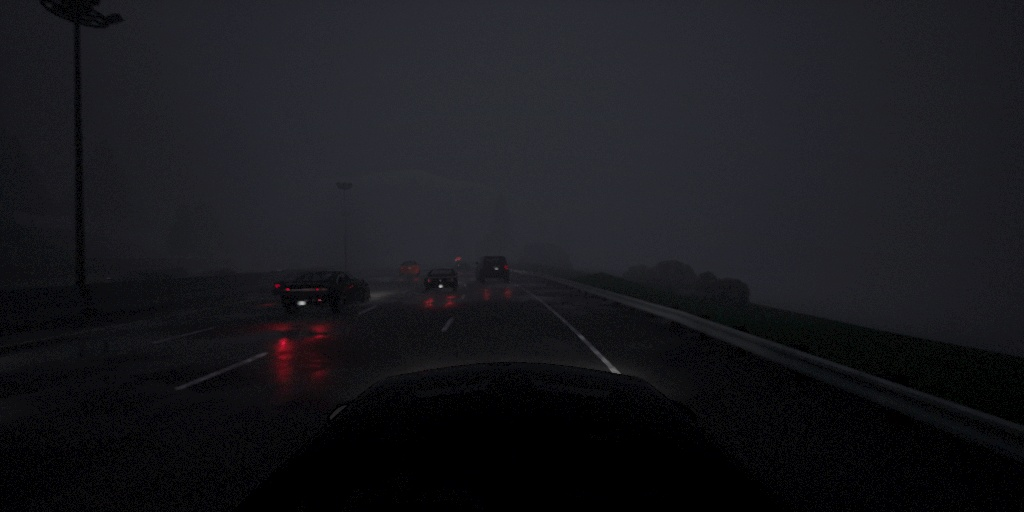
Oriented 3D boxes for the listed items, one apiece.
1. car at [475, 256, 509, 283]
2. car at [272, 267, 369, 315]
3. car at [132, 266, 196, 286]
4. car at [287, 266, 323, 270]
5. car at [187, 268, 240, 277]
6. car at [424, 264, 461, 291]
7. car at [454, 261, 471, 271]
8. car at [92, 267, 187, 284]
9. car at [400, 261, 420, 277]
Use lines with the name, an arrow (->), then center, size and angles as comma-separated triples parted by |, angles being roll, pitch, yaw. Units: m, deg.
car -> -1.633, 1.009, 28.347 | 2.150, 2.045, 5.566 | 0, 0, -11
car -> -7.259, 1.360, 14.416 | 2.128, 1.511, 4.902 | -1, 0, -5
car -> -31.454, 1.757, 32.633 | 1.837, 1.490, 4.892 | -1, 0, -12
car -> -10.911, 1.475, 19.563 | 2.033, 1.411, 5.357 | -1, 0, -8
car -> -23.493, 1.652, 28.513 | 1.812, 1.442, 4.674 | -1, 0, -10
car -> -4.368, 1.428, 22.623 | 1.895, 1.301, 4.718 | -1, 0, -8
car -> -7.267, 1.411, 51.561 | 1.812, 1.442, 4.674 | 0, 0, -18
car -> -26.482, 1.719, 25.534 | 2.033, 1.411, 5.357 | -1, 0, -9
car -> -11.324, 1.295, 39.890 | 2.097, 1.767, 4.553 | -1, 0, -14
